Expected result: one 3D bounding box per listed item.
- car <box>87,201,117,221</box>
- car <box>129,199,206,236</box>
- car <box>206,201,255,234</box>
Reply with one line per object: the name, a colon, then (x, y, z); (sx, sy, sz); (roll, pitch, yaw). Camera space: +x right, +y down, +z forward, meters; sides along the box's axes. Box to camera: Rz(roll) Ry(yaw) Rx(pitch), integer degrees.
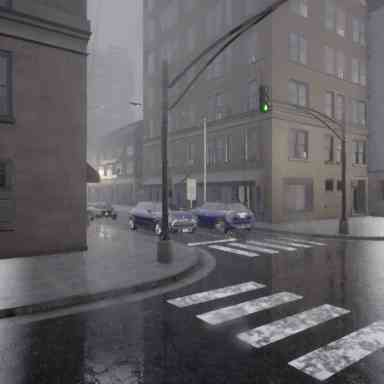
car: (-7.418, 1.428, 26.084); (1.994, 1.385, 4.181); (0, 0, -35)
car: (-1.624, 1.269, 17.977); (2.097, 1.767, 4.553); (0, 0, -36)
car: (1.358, 1.275, 18.880); (2.097, 1.767, 4.553); (0, 0, -36)
